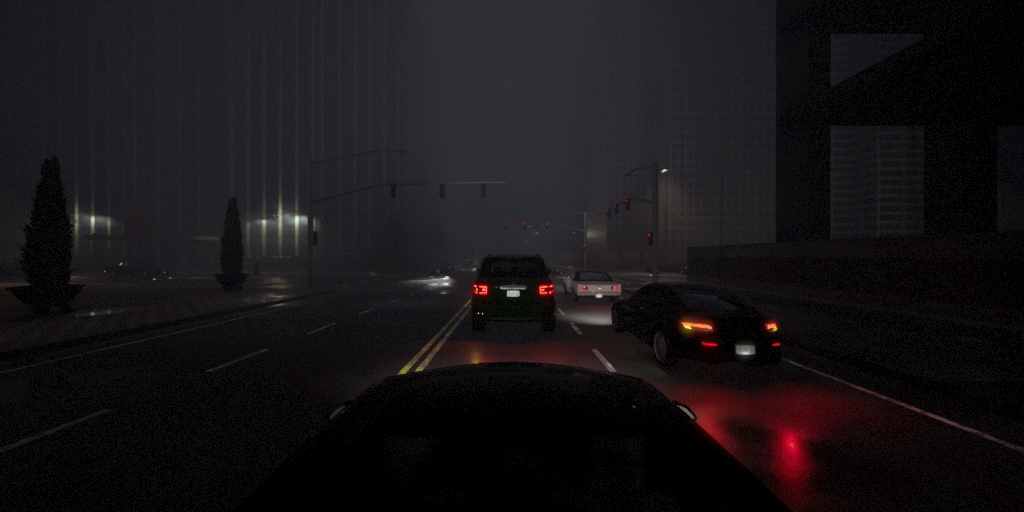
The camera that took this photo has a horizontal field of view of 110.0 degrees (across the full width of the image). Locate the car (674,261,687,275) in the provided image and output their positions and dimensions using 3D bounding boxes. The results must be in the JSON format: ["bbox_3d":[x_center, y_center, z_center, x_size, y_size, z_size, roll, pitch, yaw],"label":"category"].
[{"bbox_3d":[19.879,1.351,37.210,4.718,1.301,1.895,0,0,1],"label":"car"}]

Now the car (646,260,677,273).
[{"bbox_3d":[17.810,1.228,40.723,5.008,1.535,1.882,0,0,0],"label":"car"}]

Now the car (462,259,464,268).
[{"bbox_3d":[-7.038,0.973,60.275,2.150,2.045,5.566,0,0,0],"label":"car"}]

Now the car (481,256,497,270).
[{"bbox_3d":[-3.544,0.972,55.344,2.150,2.045,5.566,0,0,0],"label":"car"}]

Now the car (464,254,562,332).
[{"bbox_3d":[0.058,0.971,11.057,2.150,2.045,5.566,0,0,1],"label":"car"}]

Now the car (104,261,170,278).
[{"bbox_3d":[-34.503,1.241,33.064,4.902,1.511,2.128,0,0,0],"label":"car"}]

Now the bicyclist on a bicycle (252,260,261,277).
[{"bbox_3d":[-24.643,1.203,34.599,0.582,1.620,1.656,0,0,-13],"label":"bicyclist on a bicycle"}]

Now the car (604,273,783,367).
[{"bbox_3d":[3.589,1.276,7.814,1.812,1.442,4.674,0,0,0],"label":"car"}]

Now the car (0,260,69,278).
[{"bbox_3d":[-44.412,1.313,33.027,4.181,1.385,1.994,0,0,0],"label":"car"}]

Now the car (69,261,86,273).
[{"bbox_3d":[-50.686,1.276,40.125,4.674,1.442,1.812,0,0,0],"label":"car"}]

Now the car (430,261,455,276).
[{"bbox_3d":[-7.074,1.241,36.975,2.128,1.511,4.902,0,0,0],"label":"car"}]

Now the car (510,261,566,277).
[{"bbox_3d":[2.576,1.297,36.110,5.357,1.411,2.033,0,0,35],"label":"car"}]

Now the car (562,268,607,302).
[{"bbox_3d":[3.594,1.351,16.975,1.895,1.301,4.718,0,0,0],"label":"car"}]
